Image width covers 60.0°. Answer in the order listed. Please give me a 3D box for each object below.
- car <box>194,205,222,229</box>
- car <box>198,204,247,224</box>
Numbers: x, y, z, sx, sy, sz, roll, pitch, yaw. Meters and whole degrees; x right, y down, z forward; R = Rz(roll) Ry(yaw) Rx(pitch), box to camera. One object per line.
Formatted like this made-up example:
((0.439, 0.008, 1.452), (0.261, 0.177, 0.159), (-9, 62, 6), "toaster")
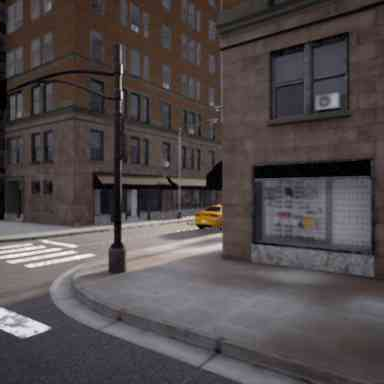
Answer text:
((2.135, 1.569, 21.460), (1.882, 1.535, 5.008), (0, 0, 36), "car")
((2.610, 1.713, 27.141), (1.895, 1.301, 4.718), (0, 0, 35), "car")
